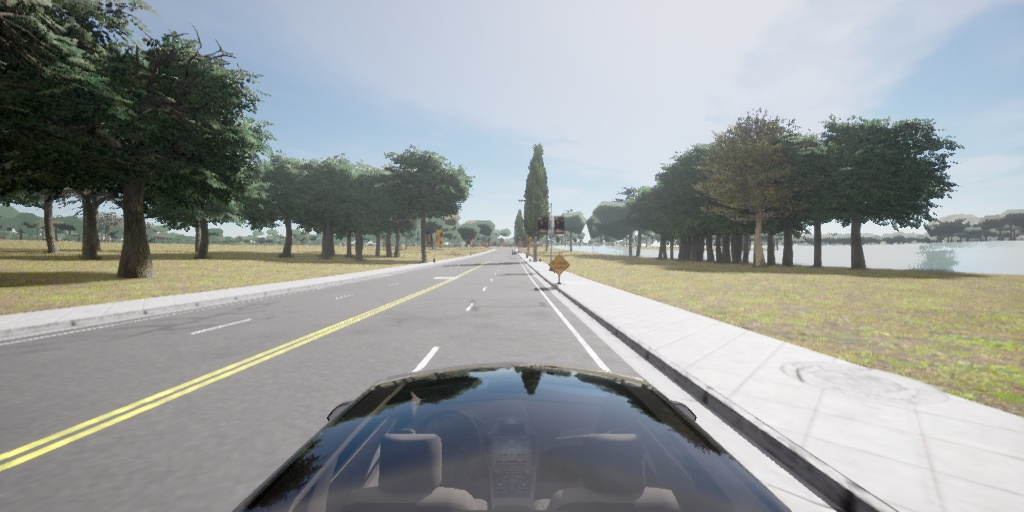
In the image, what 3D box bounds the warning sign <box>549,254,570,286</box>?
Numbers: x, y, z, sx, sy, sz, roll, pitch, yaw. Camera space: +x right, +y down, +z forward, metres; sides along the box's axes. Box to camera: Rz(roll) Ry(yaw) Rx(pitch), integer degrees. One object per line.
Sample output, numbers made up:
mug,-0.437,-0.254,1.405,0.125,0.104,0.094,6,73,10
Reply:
warning sign,2.850,0.832,21.651,1.300,1.860,1.060,0,0,0
